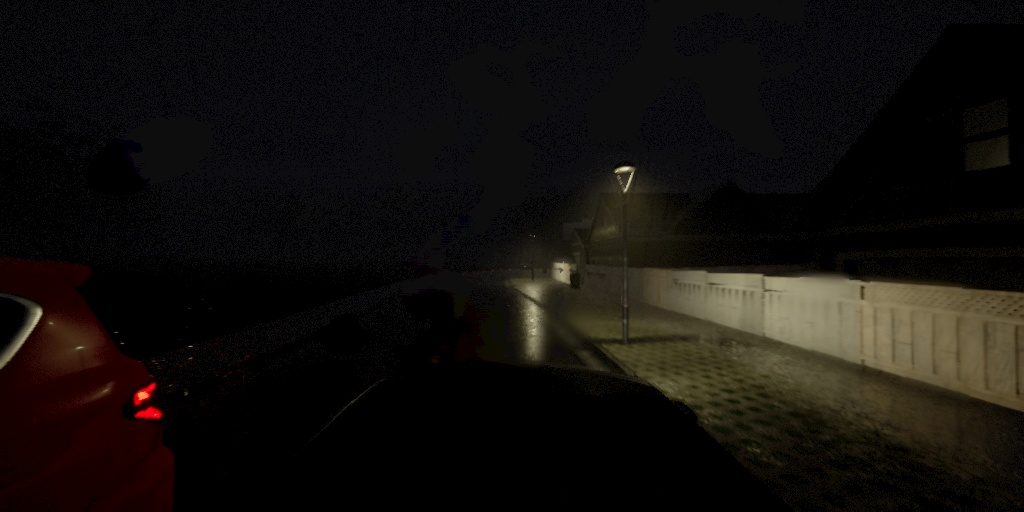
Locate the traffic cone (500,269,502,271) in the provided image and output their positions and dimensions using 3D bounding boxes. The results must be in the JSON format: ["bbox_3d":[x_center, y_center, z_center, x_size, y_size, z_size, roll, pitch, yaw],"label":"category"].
[{"bbox_3d":[-1.897,2.370,62.400,0.340,0.580,0.340,0,0,16],"label":"traffic cone"}]

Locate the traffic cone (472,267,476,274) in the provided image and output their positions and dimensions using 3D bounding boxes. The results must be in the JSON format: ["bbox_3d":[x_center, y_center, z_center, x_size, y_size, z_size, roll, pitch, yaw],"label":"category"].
[{"bbox_3d":[-4.981,2.131,47.387,0.340,0.580,0.340,0,0,8],"label":"traffic cone"}]

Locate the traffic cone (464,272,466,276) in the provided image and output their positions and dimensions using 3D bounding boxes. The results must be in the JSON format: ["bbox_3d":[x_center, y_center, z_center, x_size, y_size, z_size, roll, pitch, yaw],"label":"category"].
[{"bbox_3d":[-5.531,2.056,42.308,0.340,0.580,0.340,0,0,10],"label":"traffic cone"}]
